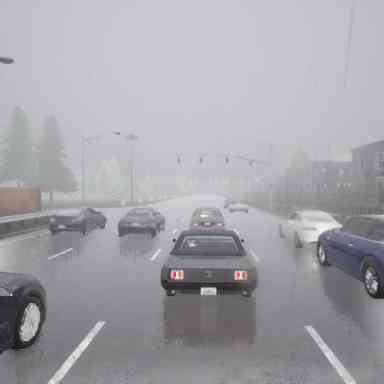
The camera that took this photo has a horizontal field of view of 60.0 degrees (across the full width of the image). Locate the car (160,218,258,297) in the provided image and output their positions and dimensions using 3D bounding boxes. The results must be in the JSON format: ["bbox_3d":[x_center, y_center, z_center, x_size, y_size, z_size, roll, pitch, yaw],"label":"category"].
[{"bbox_3d":[0.418,1.601,8.542,1.895,1.301,4.718,0,0,3],"label":"car"}]

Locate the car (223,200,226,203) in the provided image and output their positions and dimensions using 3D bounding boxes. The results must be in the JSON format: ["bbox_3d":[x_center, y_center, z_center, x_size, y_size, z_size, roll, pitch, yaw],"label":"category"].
[{"bbox_3d":[5.452,1.547,46.473,2.033,1.411,5.357,0,0,2],"label":"car"}]

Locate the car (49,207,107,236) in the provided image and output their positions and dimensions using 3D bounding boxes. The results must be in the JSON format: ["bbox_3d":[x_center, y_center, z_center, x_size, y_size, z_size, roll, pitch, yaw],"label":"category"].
[{"bbox_3d":[-6.167,1.526,18.350,1.812,1.442,4.674,0,0,3],"label":"car"}]

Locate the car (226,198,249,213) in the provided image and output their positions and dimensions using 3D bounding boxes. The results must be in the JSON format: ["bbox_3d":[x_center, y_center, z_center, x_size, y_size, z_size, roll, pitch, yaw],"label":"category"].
[{"bbox_3d":[5.072,1.601,36.583,1.895,1.301,4.718,0,0,3],"label":"car"}]

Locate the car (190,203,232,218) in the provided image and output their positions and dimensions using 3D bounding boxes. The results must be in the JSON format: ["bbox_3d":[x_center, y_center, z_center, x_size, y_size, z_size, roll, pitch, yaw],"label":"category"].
[{"bbox_3d":[0.829,1.547,18.124,2.033,1.411,5.357,0,0,2],"label":"car"}]

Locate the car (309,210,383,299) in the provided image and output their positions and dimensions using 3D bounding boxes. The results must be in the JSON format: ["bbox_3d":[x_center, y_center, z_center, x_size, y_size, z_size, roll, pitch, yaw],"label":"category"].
[{"bbox_3d":[4.873,1.351,8.576,2.097,1.767,4.553,0,0,2],"label":"car"}]

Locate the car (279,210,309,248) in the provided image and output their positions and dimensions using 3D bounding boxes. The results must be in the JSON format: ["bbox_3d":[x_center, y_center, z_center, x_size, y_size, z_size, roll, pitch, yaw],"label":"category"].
[{"bbox_3d":[5.133,1.526,14.600,1.812,1.442,4.674,0,0,2],"label":"car"}]

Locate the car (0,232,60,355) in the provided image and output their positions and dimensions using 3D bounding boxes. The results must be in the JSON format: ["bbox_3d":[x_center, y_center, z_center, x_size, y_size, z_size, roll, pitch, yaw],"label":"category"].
[{"bbox_3d":[-3.307,1.506,3.386,1.837,1.490,4.892,0,0,2],"label":"car"}]

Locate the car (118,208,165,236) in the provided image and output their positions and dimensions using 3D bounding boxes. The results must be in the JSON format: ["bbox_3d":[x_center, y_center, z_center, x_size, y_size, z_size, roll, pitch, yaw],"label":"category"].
[{"bbox_3d":[-2.665,1.563,18.313,1.994,1.385,4.181,0,0,2],"label":"car"}]
